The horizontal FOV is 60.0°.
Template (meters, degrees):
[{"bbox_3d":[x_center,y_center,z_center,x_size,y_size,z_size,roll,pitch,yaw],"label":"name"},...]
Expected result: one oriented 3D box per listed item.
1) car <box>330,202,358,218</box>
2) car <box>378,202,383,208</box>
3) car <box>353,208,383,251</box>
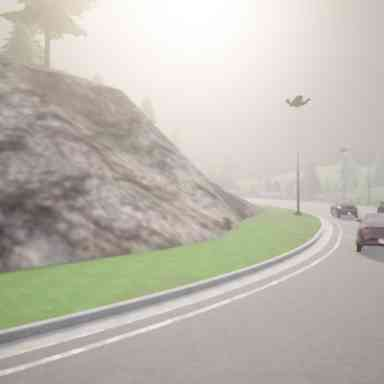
[{"bbox_3d":[14.851,1.713,32.587,1.837,1.490,4.892,0,0,13],"label":"car"},{"bbox_3d":[17.203,1.372,27.592,2.150,2.045,5.566,0,0,16],"label":"car"},{"bbox_3d":[7.990,1.608,13.999,1.812,1.442,4.674,0,0,29],"label":"car"}]
